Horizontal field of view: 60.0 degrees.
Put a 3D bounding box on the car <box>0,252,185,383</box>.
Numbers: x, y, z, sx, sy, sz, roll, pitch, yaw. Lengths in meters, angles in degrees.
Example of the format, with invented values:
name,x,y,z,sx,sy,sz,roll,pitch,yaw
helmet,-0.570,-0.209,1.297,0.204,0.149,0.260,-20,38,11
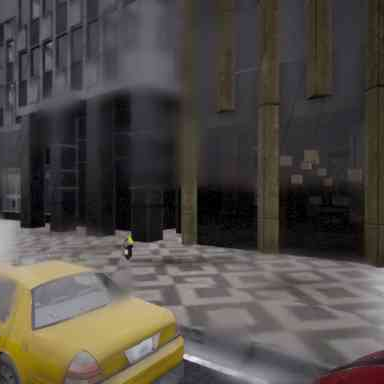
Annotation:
name,x,y,z,sx,sy,sz,roll,pitch,yaw
car,-2.367,1.525,4.649,4.829,1.417,1.752,0,0,36

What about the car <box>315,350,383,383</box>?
name,x,y,z,sx,sy,sz,roll,pitch,yaw
car,2.364,1.440,1.274,4.097,1.590,1.967,0,0,36
